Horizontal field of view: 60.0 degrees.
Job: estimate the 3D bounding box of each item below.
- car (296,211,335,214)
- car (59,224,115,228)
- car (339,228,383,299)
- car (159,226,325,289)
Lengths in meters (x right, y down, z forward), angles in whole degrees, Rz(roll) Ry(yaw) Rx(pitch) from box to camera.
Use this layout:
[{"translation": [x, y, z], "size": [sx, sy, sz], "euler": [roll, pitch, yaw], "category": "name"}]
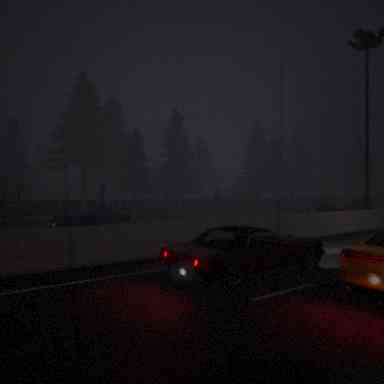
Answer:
[{"translation": [11.159, 1.541, 29.146], "size": [4.674, 1.442, 1.812], "euler": [0, 0, -35], "category": "car"}, {"translation": [-6.370, 1.604, 20.945], "size": [4.718, 1.301, 1.895], "euler": [0, 0, -35], "category": "car"}, {"translation": [5.401, 1.483, 7.601], "size": [5.008, 1.535, 1.882], "euler": [0, 0, -36], "category": "car"}, {"translation": [1.581, 1.605, 9.173], "size": [4.718, 1.301, 1.895], "euler": [0, 0, -36], "category": "car"}]
